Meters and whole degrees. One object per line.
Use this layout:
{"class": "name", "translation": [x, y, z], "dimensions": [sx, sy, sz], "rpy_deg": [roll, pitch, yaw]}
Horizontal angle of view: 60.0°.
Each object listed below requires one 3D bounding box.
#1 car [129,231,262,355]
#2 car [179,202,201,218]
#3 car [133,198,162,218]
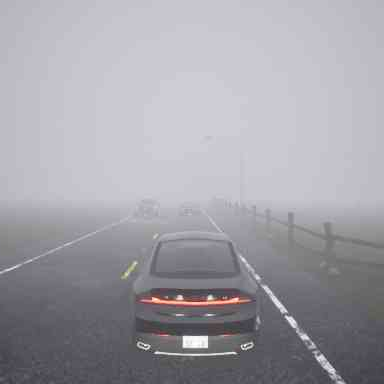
{"class": "car", "translation": [0.049, 1.505, 6.312], "dimensions": [1.837, 1.490, 4.892], "rpy_deg": [0, 0, 0]}
{"class": "car", "translation": [-0.209, 1.590, 30.292], "dimensions": [1.895, 1.301, 4.718], "rpy_deg": [0, 0, -1]}
{"class": "car", "translation": [-3.890, 1.340, 29.655], "dimensions": [2.097, 1.767, 4.553], "rpy_deg": [0, 0, -1]}
